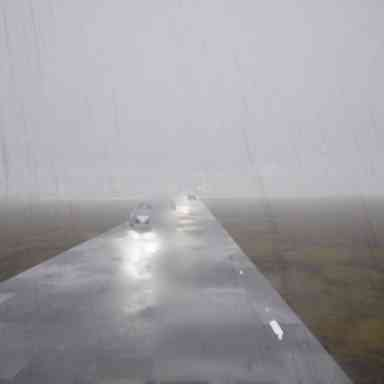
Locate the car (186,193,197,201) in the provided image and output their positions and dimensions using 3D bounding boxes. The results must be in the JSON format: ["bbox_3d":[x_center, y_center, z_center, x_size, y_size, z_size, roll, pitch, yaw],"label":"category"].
[{"bbox_3d":[-0.054,0.985,67.115,1.837,1.490,4.892,0,1,0],"label":"car"}]

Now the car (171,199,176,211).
[{"bbox_3d":[-2.778,1.376,36.160,1.994,1.385,4.181,0,0,0],"label":"car"}]

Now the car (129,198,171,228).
[{"bbox_3d":[-2.794,1.372,21.448,2.128,1.511,4.902,0,0,0],"label":"car"}]
